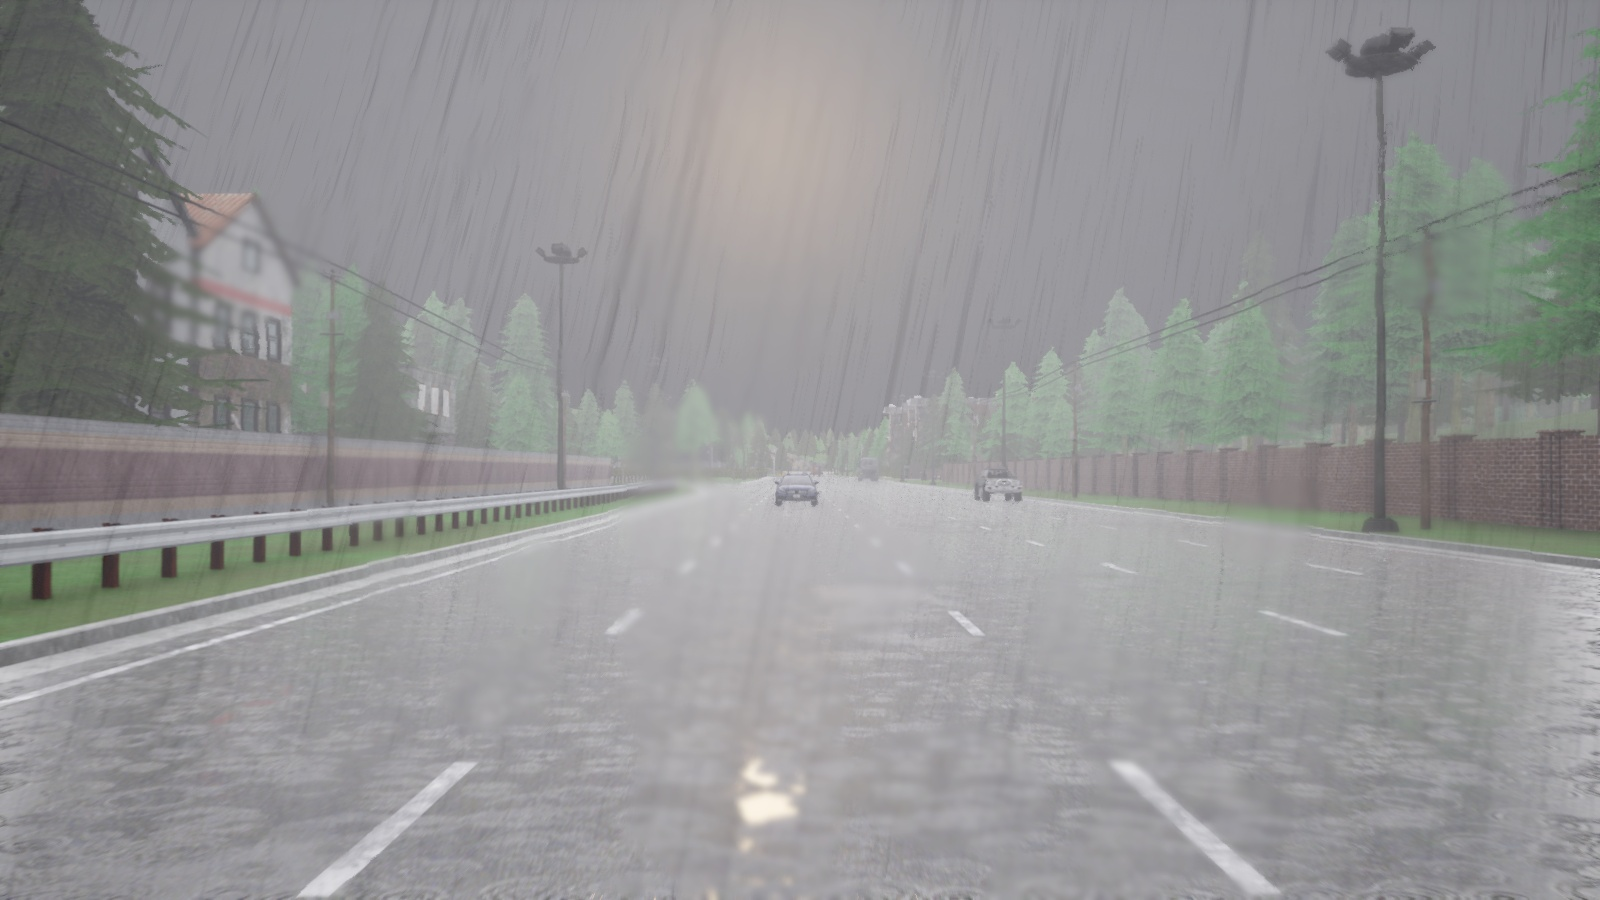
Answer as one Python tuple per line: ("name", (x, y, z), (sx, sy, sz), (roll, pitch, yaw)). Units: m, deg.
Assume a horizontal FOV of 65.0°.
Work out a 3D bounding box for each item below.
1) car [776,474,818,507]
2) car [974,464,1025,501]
("car", (-0.136, 1.788, 56.555), (1.812, 1.442, 4.674), (0, -1, 0))
("car", (10.342, 1.685, 65.406), (1.932, 1.855, 4.605), (0, -1, 0))
